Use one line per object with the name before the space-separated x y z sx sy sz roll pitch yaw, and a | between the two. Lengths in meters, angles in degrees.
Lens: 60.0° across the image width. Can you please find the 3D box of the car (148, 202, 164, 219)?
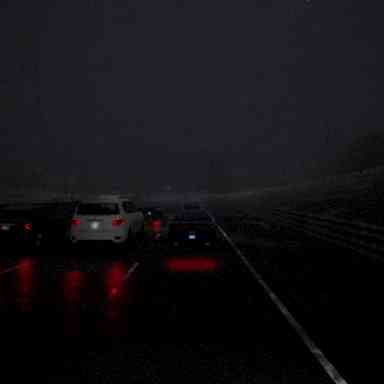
car | -3.500 1.579 29.656 1.812 1.442 4.674 0 0 0

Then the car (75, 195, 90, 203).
car | -25.272 1.489 76.769 2.097 1.767 4.553 0 0 -1

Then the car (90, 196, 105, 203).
car | -21.773 1.661 76.824 2.128 1.511 4.902 0 0 -1

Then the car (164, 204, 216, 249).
car | 0.000 1.498 14.653 1.882 1.535 5.008 0 0 0

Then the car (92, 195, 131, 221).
car | -7.000 1.304 29.688 2.150 2.045 5.566 0 0 0

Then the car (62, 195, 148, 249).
car | -3.500 1.271 14.685 2.150 2.045 5.566 0 0 0

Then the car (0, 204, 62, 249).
car | -7.000 1.379 14.624 2.097 1.767 4.553 0 0 0
